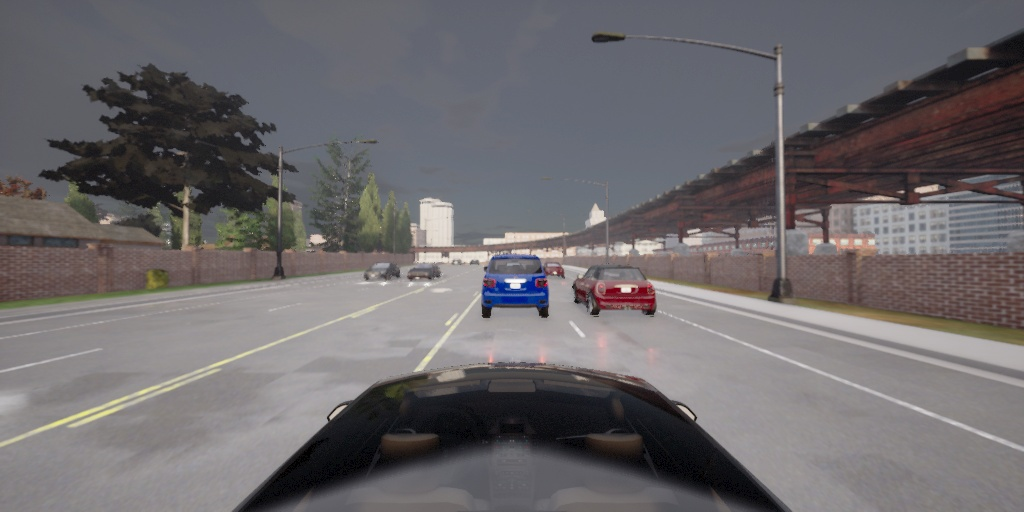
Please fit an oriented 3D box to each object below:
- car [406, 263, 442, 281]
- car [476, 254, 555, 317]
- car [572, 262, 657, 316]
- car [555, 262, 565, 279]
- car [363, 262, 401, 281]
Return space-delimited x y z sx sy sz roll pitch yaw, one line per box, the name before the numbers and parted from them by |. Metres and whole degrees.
car | -7.093 1.254 29.534 2.033 1.411 5.357 0 0 0
car | 0.103 0.954 13.241 2.150 2.045 5.566 0 0 0
car | 3.604 1.084 13.438 2.097 1.767 4.553 0 0 0
car | 3.607 1.228 32.415 1.812 1.442 4.674 0 0 0
car | -10.591 1.232 29.637 1.812 1.442 4.674 0 0 0
